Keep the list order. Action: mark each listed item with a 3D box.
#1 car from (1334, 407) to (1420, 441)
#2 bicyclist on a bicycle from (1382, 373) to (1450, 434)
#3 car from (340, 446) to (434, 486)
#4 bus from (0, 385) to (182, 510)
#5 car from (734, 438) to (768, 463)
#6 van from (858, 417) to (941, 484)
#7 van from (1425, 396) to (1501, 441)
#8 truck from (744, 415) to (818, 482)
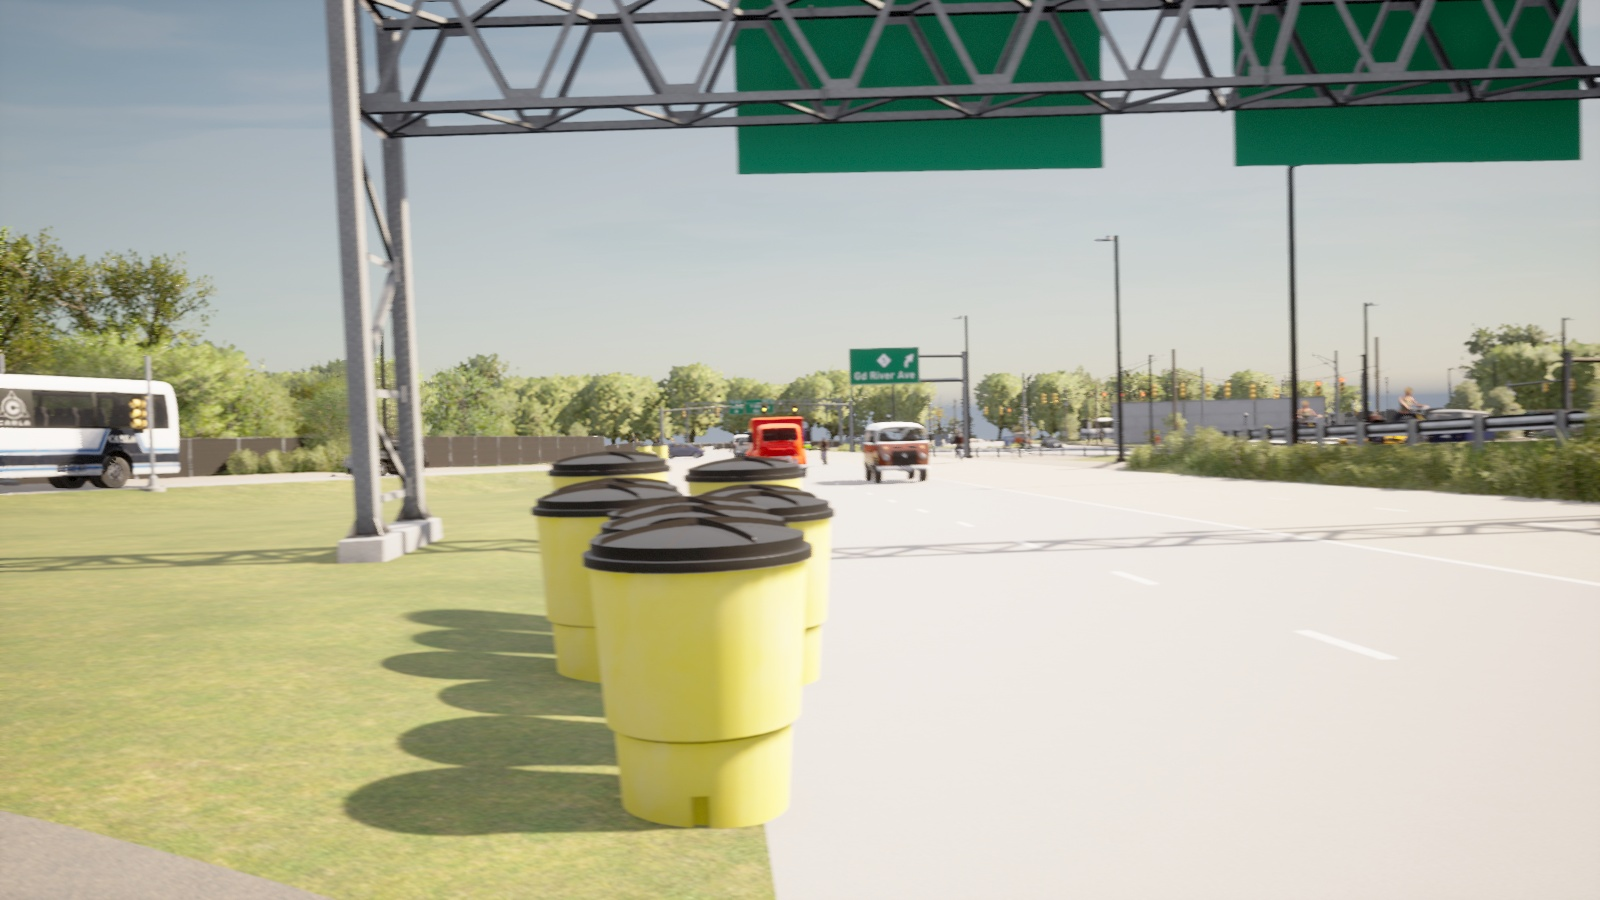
[{"bbox_3d":[28.335,-1.232,61.553,5.366,1.575,1.801,-1,0,-42],"label":"car"},{"bbox_3d":[17.295,-1.292,35.296,0.866,1.612,1.509,-3,-1,-15],"label":"bicyclist on a bicycle"},{"bbox_3d":[-20.828,0.786,63.556,1.932,1.855,4.605,-2,0,22],"label":"car"},{"bbox_3d":[-28.344,-0.064,45.755,3.944,4.253,10.273,-2,0,23],"label":"bus"},{"bbox_3d":[-3.546,0.039,90.177,2.242,1.667,4.611,-3,1,-4],"label":"car"},{"bbox_3d":[3.301,0.003,42.583,2.069,2.038,4.480,-3,0,-4],"label":"van"},{"bbox_3d":[30.953,-1.443,58.586,4.442,1.987,1.775,0,0,-43],"label":"van"},{"bbox_3d":[-0.841,-0.076,51.513,2.627,2.467,5.204,-3,0,-4],"label":"truck"}]
